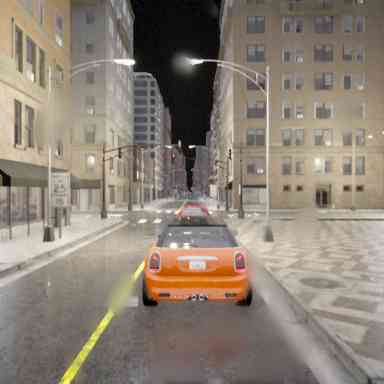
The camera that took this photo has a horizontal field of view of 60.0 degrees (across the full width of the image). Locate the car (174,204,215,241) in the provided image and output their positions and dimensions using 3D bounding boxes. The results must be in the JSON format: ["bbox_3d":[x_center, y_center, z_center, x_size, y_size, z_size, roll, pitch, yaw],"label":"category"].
[{"bbox_3d":[0.096,1.469,17.766,1.882,1.535,5.008,0,0,0],"label":"car"}]

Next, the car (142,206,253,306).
[{"bbox_3d":[0.094,1.348,8.166,2.097,1.767,4.553,0,0,0],"label":"car"}]
